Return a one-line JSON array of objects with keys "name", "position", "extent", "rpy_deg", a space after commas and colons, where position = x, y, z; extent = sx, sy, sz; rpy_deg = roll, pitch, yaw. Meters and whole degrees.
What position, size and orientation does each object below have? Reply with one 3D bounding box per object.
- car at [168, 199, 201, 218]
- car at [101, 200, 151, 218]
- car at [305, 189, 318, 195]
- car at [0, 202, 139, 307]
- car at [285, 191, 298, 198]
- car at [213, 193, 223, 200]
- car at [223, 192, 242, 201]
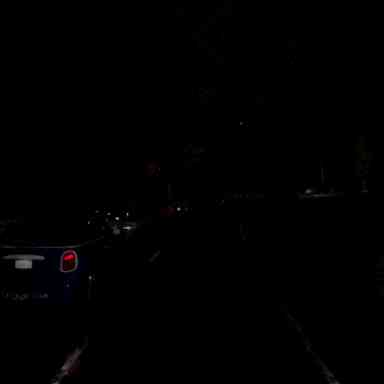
[{"name": "car", "position": [-0.513, 1.325, 27.733], "extent": [2.033, 1.411, 5.357], "rpy_deg": [0, 1, 11]}, {"name": "car", "position": [-4.552, 1.366, 24.812], "extent": [2.033, 1.411, 5.357], "rpy_deg": [0, 0, 9]}, {"name": "car", "position": [31.420, 0.044, 87.541], "extent": [2.128, 1.511, 4.902], "rpy_deg": [-1, 1, 41]}, {"name": "car", "position": [-2.878, 1.294, 8.028], "extent": [2.097, 1.767, 4.553], "rpy_deg": [0, 0, 3]}, {"name": "car", "position": [21.623, 0.562, 72.322], "extent": [1.837, 1.490, 4.892], "rpy_deg": [-1, 1, 33]}, {"name": "car", "position": [5.821, 0.875, 66.553], "extent": [2.128, 1.511, 4.902], "rpy_deg": [0, 1, 26]}, {"name": "car", "position": [8.080, 0.873, 63.807], "extent": [1.837, 1.490, 4.892], "rpy_deg": [0, 1, 26]}]
